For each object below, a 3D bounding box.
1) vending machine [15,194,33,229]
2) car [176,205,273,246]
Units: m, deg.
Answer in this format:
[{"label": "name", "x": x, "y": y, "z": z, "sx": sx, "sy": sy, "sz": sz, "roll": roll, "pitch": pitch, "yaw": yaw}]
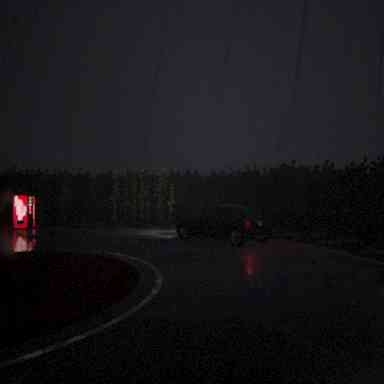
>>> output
[{"label": "vending machine", "x": -10.606, "y": 1.194, "z": 21.024, "sx": 0.880, "sy": 2.100, "sz": 1.100, "roll": 0, "pitch": 0, "yaw": -20}, {"label": "car", "x": 1.333, "y": 1.366, "z": 15.434, "sx": 4.553, "sy": 1.767, "sz": 2.097, "roll": 0, "pitch": 0, "yaw": 44}]
